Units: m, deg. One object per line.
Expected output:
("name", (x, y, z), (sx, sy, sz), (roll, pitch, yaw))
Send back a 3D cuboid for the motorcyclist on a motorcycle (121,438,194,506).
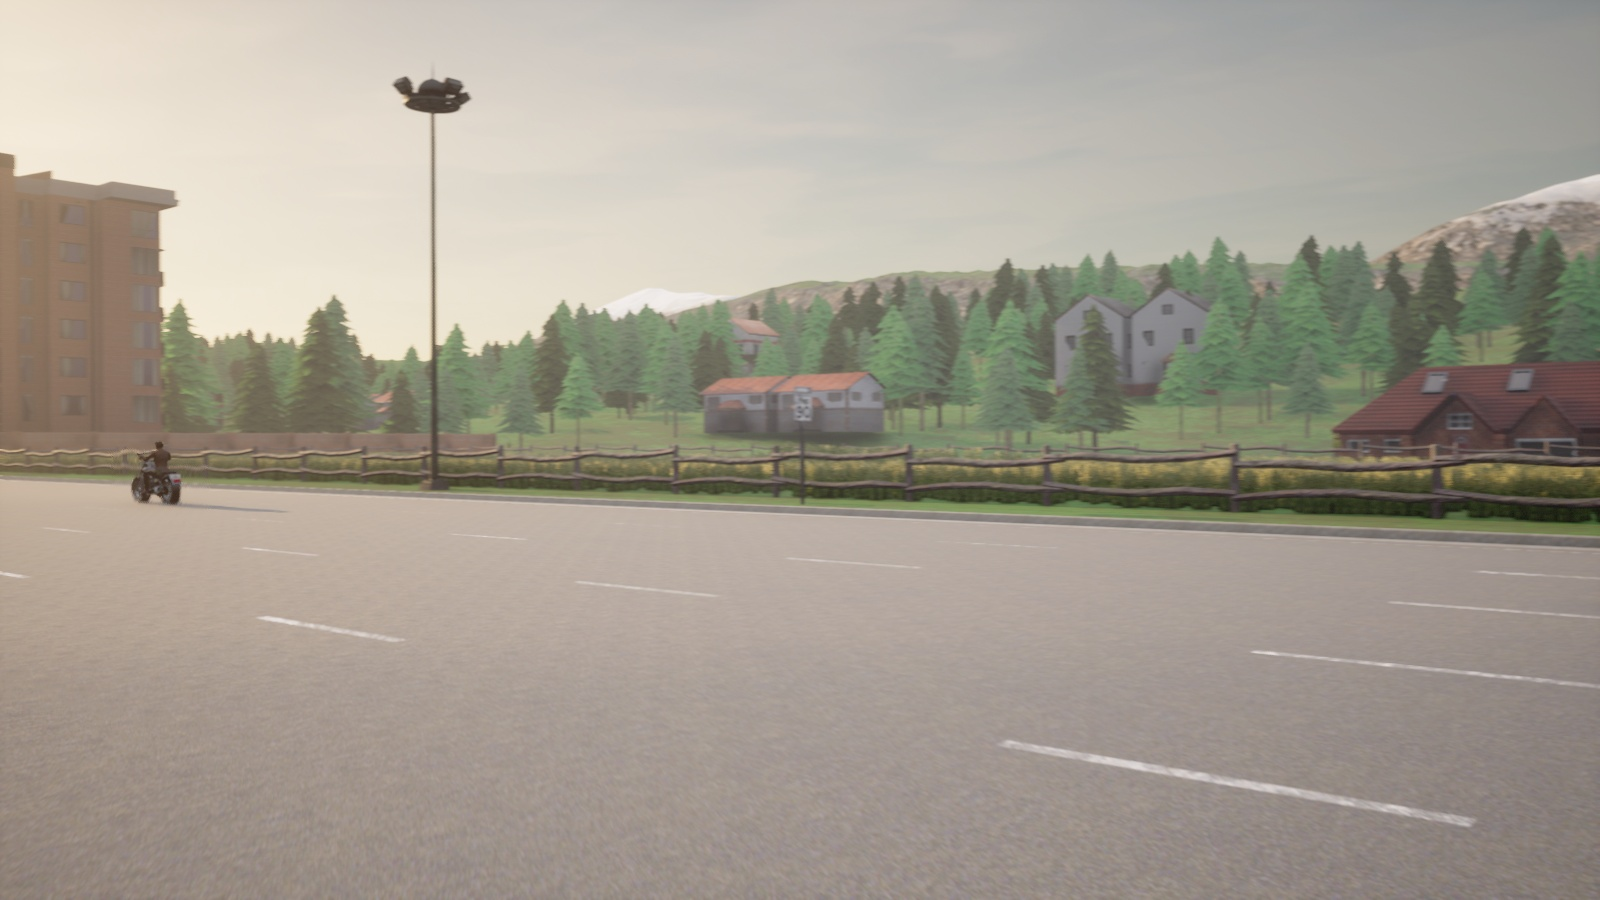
("motorcyclist on a motorcycle", (-16.232, 0.533, 31.689), (2.350, 1.649, 0.766), (0, 0, 39))
